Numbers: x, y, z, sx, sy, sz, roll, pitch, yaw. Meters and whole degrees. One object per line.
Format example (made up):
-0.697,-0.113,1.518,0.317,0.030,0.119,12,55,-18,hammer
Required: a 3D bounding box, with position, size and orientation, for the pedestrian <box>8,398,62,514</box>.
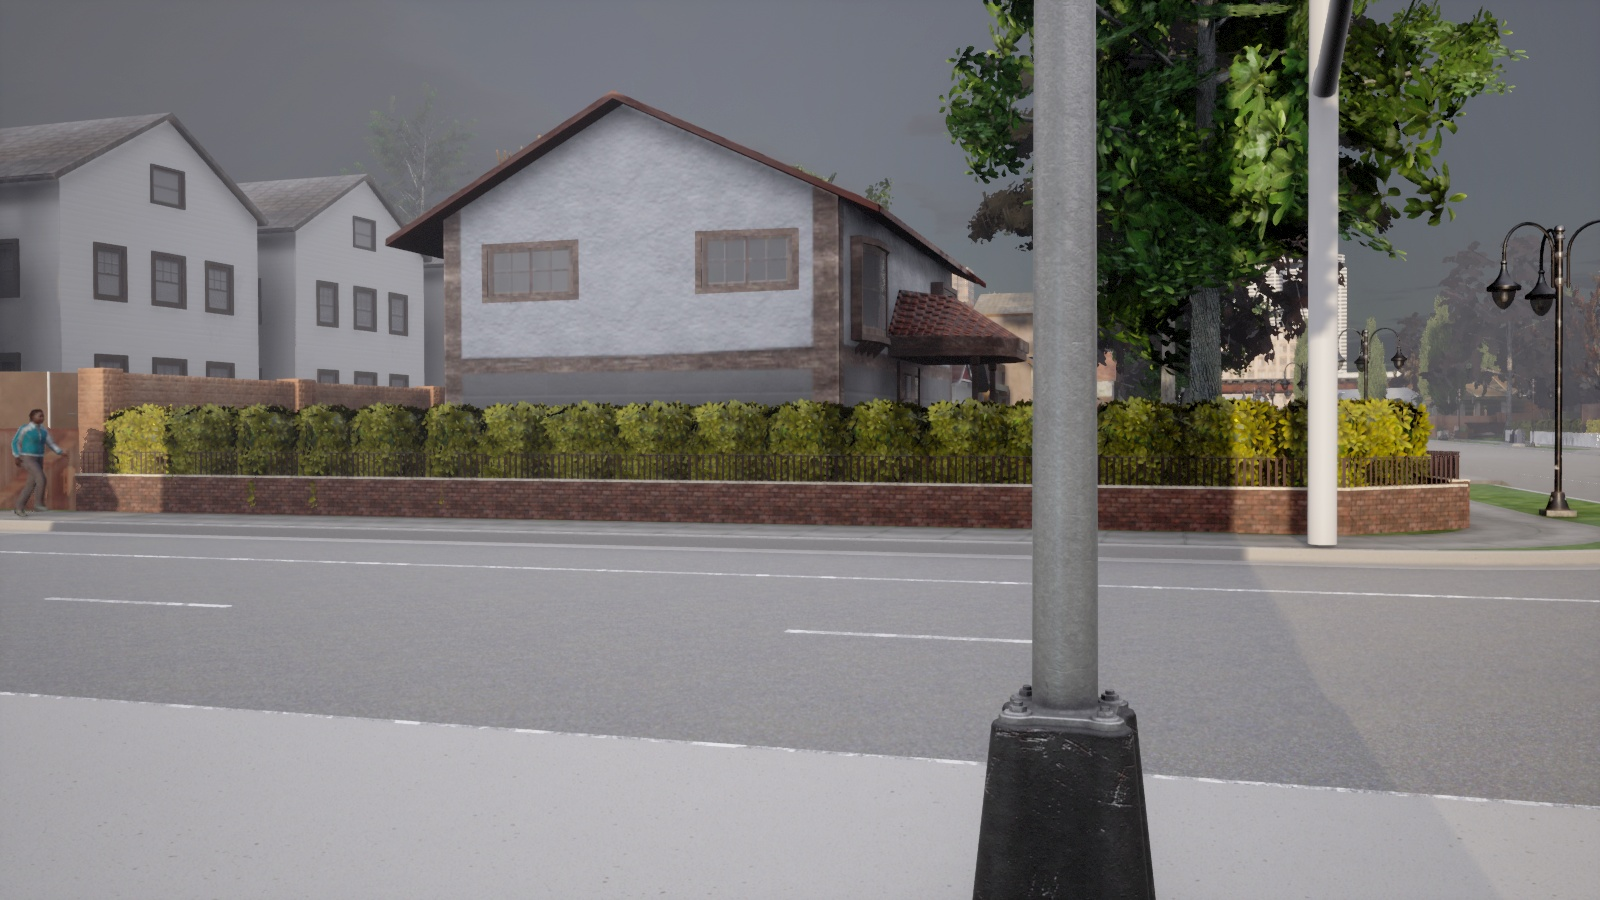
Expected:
-12.847,0.096,21.093,0.692,1.930,0.396,0,1,16,pedestrian
